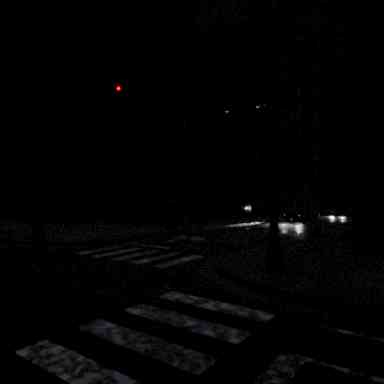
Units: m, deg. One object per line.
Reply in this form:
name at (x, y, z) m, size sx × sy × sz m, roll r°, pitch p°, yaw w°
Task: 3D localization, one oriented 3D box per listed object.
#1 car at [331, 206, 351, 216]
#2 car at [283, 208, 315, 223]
car at (21.444, 2.720, 47.993) m, size 1.895 × 1.301 × 4.718 m, roll 0°, pitch -1°, yaw 36°
car at (10.750, 2.330, 33.393) m, size 1.895 × 1.301 × 4.718 m, roll 0°, pitch -1°, yaw 36°
